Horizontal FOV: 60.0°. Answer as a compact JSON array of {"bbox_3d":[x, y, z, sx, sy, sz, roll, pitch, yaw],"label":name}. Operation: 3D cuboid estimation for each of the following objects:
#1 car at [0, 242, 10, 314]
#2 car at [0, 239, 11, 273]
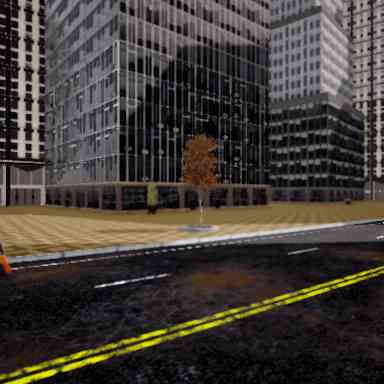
[{"bbox_3d":[-5.337,1.549,3.893,5.357,1.411,2.033,0,0,-35],"label":"car"},{"bbox_3d":[-6.504,1.360,7.081,4.553,1.767,2.097,0,0,-36],"label":"car"}]
